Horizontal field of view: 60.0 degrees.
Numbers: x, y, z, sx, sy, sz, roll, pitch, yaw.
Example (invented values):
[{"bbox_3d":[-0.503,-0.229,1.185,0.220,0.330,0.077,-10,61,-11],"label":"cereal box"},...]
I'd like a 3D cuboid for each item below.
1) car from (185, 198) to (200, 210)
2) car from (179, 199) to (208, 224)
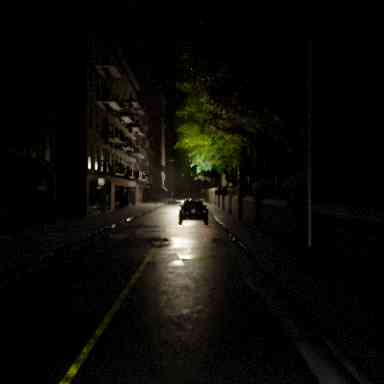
[{"bbox_3d":[0.091,1.611,45.413,1.994,1.385,4.181,0,0,0],"label":"car"},{"bbox_3d":[0.096,1.381,25.365,2.097,1.767,4.553,0,0,0],"label":"car"}]
